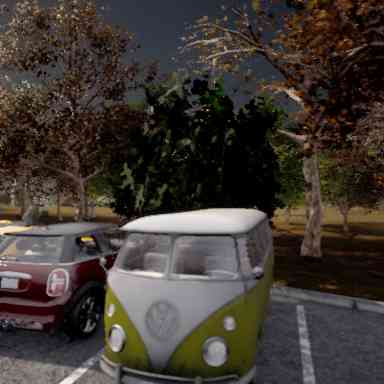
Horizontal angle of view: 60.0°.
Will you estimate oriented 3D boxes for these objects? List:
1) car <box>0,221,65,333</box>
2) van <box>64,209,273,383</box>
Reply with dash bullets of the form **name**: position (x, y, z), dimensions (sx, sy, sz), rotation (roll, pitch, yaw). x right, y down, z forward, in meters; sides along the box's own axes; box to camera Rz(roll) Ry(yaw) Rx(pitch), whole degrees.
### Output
- **car**: position (-2.108, 1.412, 6.995), dimensions (2.185, 1.767, 4.553), rotation (-1, -1, 16)
- **van**: position (0.273, 1.283, 5.181), dimensions (1.878, 1.987, 4.442), rotation (0, -1, 16)
